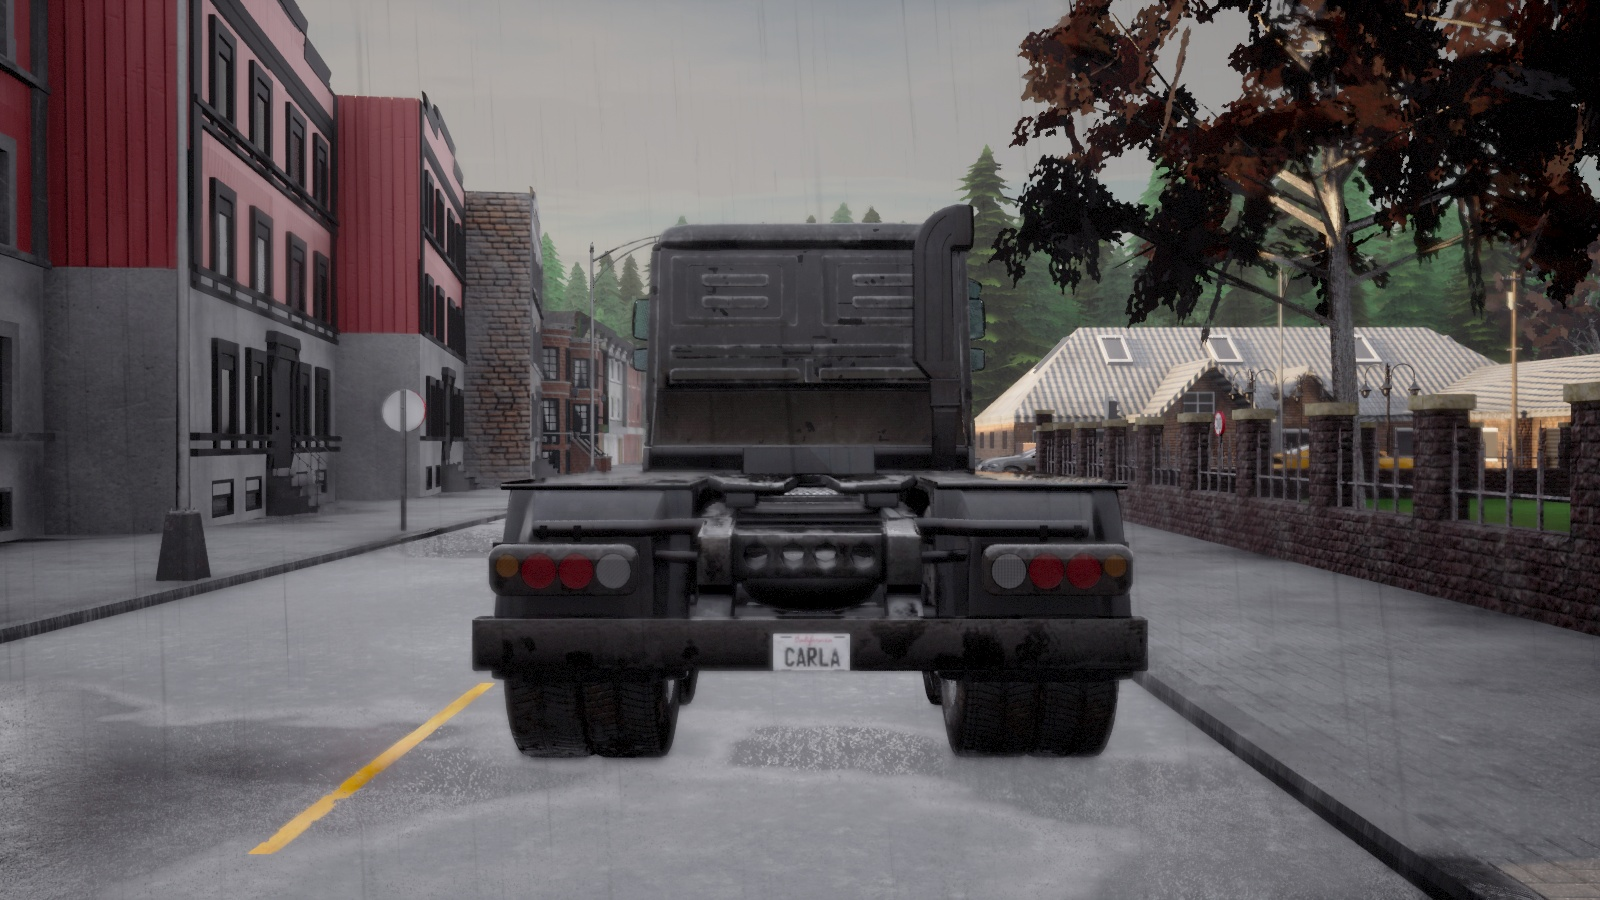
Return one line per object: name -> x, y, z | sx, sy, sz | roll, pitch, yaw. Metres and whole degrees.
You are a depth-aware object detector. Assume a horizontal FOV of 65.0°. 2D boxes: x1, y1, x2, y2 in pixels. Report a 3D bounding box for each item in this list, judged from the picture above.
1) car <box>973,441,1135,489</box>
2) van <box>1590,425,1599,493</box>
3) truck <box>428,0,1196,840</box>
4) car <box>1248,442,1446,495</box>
car -> 8.247, 0.476, 41.111 | 4.902, 1.511, 2.128 | 0, 0, 0
van -> 26.112, 0.282, 36.942 | 4.480, 2.038, 2.069 | 0, 0, -1
truck -> 0.065, -0.284, 8.702 | 2.891, 3.462, 7.936 | 0, 0, 0
car -> 16.047, 0.528, 36.972 | 5.008, 1.535, 1.882 | 0, 0, -1
